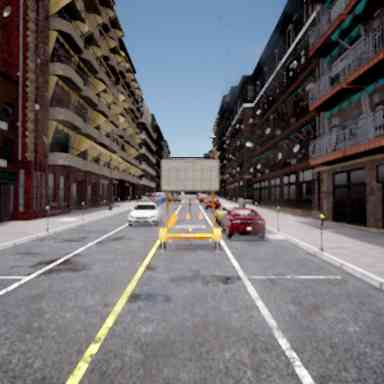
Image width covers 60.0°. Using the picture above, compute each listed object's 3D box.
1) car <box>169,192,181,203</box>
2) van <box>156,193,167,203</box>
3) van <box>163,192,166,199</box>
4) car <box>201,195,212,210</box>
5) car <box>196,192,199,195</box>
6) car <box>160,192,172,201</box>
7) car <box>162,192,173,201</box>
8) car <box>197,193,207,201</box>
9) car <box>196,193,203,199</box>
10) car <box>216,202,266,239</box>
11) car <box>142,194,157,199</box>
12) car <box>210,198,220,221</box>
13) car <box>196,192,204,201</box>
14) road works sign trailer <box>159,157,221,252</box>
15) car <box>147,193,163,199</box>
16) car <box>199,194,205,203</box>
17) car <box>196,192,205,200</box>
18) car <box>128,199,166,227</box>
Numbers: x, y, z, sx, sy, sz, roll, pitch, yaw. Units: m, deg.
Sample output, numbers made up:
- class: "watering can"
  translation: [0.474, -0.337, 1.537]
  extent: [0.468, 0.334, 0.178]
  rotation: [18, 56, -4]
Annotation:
- class: "car"
  translation: [-3.114, 1.069, 62.766]
  extent: [2.097, 1.767, 4.553]
  rotation: [0, 0, 0]
- class: "van"
  translation: [-5.607, 1.062, 61.028]
  extent: [1.690, 1.788, 3.998]
  rotation: [1, 0, 0]
- class: "van"
  translation: [-5.578, 1.079, 55.496]
  extent: [1.690, 1.788, 3.998]
  rotation: [2, 0, 0]
- class: "car"
  translation: [2.384, 1.347, 38.884]
  extent: [1.887, 1.381, 4.507]
  rotation: [1, 0, 0]
- class: "car"
  translation: [2.240, 1.252, 66.537]
  extent: [1.887, 1.381, 4.507]
  rotation: [1, 0, 0]
- class: "car"
  translation: [-5.664, 1.007, 72.088]
  extent: [2.192, 1.841, 5.009]
  rotation: [1, 0, 0]
- class: "car"
  translation: [-5.693, 0.994, 77.618]
  extent: [2.192, 1.841, 5.009]
  rotation: [1, 0, 0]
- class: "car"
  translation: [2.221, 1.133, 72.069]
  extent: [1.967, 1.590, 4.097]
  rotation: [1, 0, 0]
- class: "car"
  translation: [2.063, 1.091, 94.193]
  extent: [1.967, 1.590, 4.097]
  rotation: [1, 0, 0]
- class: "car"
  translation: [2.499, 1.449, 16.763]
  extent: [1.887, 1.381, 4.507]
  rotation: [1, 0, 0]
- class: "car"
  translation: [-5.495, 1.328, 38.736]
  extent: [1.752, 1.417, 4.829]
  rotation: [2, 0, 0]
- class: "car"
  translation: [2.470, 1.400, 22.464]
  extent: [1.752, 1.417, 4.829]
  rotation: [1, 0, 0]
- class: "car"
  translation: [2.269, 1.267, 61.008]
  extent: [1.887, 1.381, 4.507]
  rotation: [1, 0, 0]
- class: "road works sign trailer"
  translation: [-0.069, 0.385, 13.408]
  extent: [2.380, 3.560, 2.880]
  rotation: [0, 0, 0]
- class: "car"
  translation: [-5.519, 1.094, 44.437]
  extent: [2.192, 1.841, 5.009]
  rotation: [2, 0, 0]
- class: "car"
  translation: [2.355, 1.330, 44.416]
  extent: [2.008, 1.369, 4.403]
  rotation: [1, 0, 0]
- class: "car"
  translation: [2.124, 0.983, 83.130]
  extent: [2.192, 1.841, 5.009]
  rotation: [1, 0, 0]
- class: "car"
  translation: [-2.960, 1.403, 21.803]
  extent: [1.812, 1.442, 4.674]
  rotation: [0, 0, 0]
